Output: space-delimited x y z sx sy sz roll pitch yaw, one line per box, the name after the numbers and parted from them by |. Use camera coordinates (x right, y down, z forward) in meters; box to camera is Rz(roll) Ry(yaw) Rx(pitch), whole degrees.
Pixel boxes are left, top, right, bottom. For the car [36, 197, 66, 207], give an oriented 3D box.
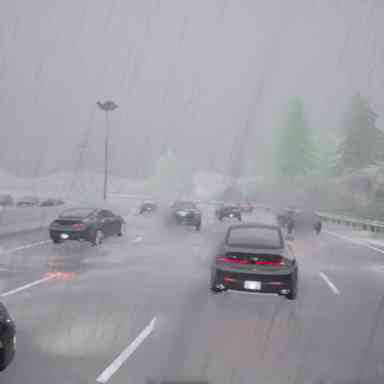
-15.579 1.259 37.354 1.895 1.301 4.718 1 0 -11 | car

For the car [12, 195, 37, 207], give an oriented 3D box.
-19.837 1.106 40.633 2.033 1.411 5.357 1 0 -14 | car

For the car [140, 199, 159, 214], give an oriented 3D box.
-4.435 1.453 34.747 1.812 1.442 4.674 2 0 -7 | car

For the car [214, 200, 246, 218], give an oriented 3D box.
3.054 1.608 28.749 1.837 1.490 4.892 2 0 -1 | car

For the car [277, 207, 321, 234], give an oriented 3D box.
6.485 1.671 20.622 2.128 1.511 4.902 1 0 3 | car

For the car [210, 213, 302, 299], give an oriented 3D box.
1.623 1.553 8.771 1.837 1.490 4.892 2 0 11 | car

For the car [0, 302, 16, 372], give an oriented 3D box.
-3.491 1.422 2.155 1.837 1.490 4.892 2 0 16 | car

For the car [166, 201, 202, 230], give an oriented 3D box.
-0.430 1.363 21.613 2.097 1.767 4.553 1 0 3 | car

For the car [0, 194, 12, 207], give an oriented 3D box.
-23.591 1.015 41.263 2.033 1.411 5.357 1 0 -15 | car

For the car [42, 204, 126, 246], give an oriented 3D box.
-4.451 1.411 14.844 1.837 1.490 4.892 2 0 7 | car

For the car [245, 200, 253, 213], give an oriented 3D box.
5.546 1.665 38.542 2.128 1.511 4.902 1 0 -9 | car
